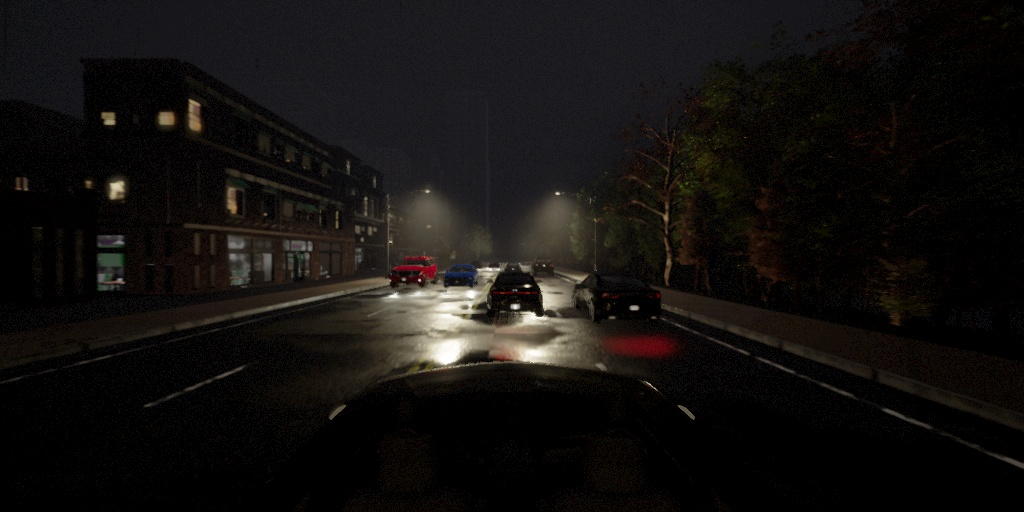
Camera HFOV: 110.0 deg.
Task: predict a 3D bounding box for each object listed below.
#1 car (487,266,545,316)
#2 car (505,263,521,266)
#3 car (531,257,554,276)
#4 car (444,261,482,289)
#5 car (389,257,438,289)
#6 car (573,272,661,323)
[{"bbox_3d":[0.104,1.310,13.570,1.837,1.490,4.892,0,0,0],"label":"car"},{"bbox_3d":[0.114,1.500,44.146,1.994,1.385,4.181,0,0,0],"label":"car"},{"bbox_3d":[3.362,1.141,40.020,2.150,2.045,5.566,0,0,0],"label":"car"},{"bbox_3d":[-3.339,1.327,24.302,1.882,1.535,5.008,0,0,0],"label":"car"},{"bbox_3d":[-6.590,1.073,24.624,2.150,2.045,5.566,0,0,0],"label":"car"},{"bbox_3d":[3.354,1.275,12.298,1.882,1.535,5.008,0,0,0],"label":"car"}]
